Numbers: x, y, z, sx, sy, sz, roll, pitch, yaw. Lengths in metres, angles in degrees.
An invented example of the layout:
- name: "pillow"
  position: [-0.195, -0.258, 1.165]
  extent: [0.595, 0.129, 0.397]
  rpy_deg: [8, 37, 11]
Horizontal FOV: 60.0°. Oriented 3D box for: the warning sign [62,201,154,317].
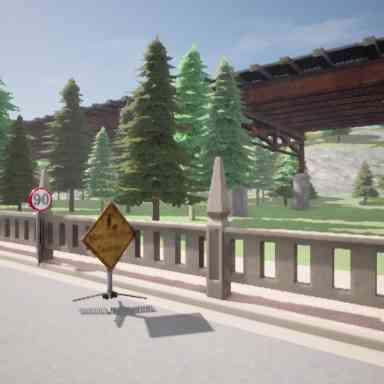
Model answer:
- name: "warning sign"
  position: [-1.546, 1.112, 6.262]
  extent: [1.060, 1.860, 1.300]
  rpy_deg: [0, 0, 36]
